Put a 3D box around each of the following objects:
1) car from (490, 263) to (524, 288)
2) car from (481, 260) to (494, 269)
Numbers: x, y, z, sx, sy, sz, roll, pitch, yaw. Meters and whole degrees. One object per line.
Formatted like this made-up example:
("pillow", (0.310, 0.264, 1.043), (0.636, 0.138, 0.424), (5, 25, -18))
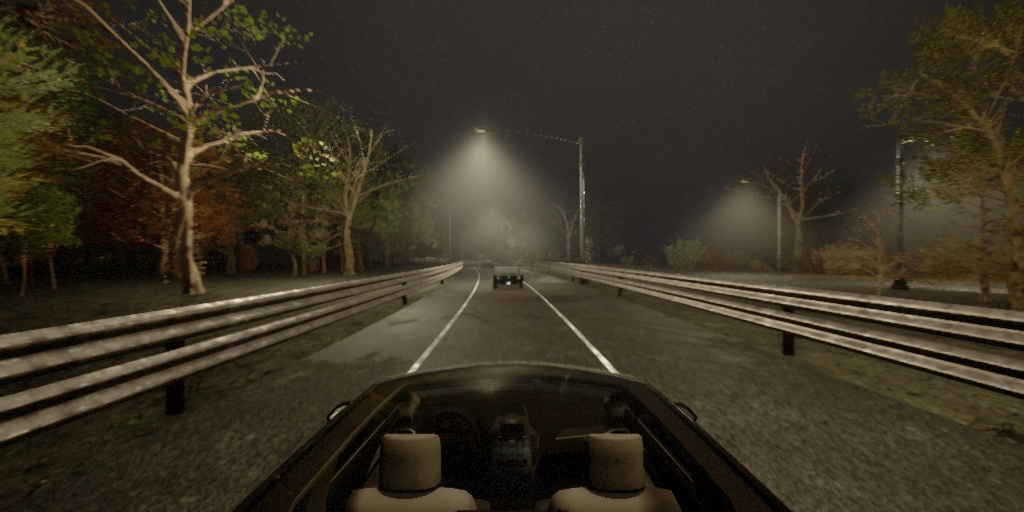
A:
("car", (-0.363, 1.359, 24.155), (1.895, 1.301, 4.718), (0, 0, -4))
("car", (-3.982, 1.282, 58.176), (2.033, 1.411, 5.357), (0, 0, -10))
